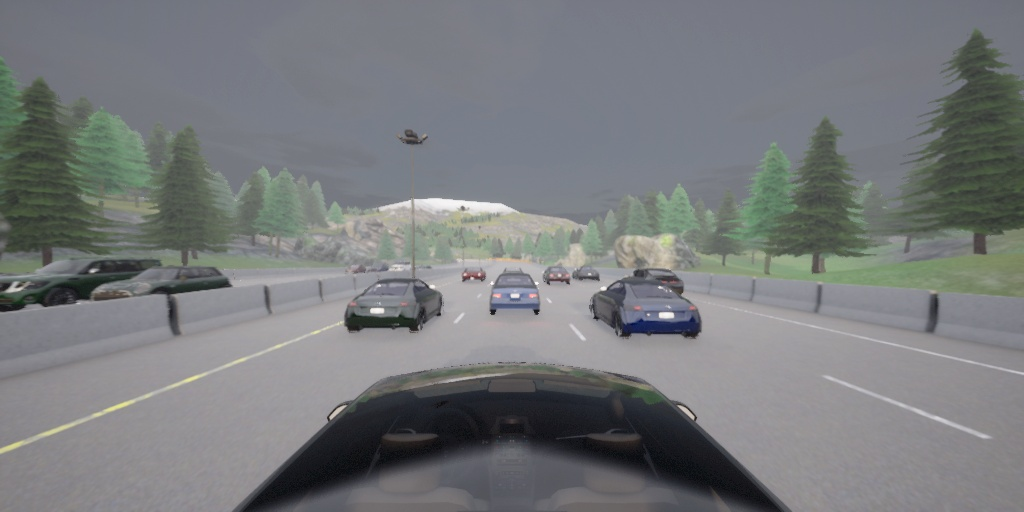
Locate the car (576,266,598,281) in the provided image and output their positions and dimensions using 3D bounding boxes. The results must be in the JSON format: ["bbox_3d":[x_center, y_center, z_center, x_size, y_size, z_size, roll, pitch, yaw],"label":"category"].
[{"bbox_3d":[7.098,1.663,34.792,1.994,1.385,4.181,0,-1,0],"label":"car"}]

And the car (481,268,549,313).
[{"bbox_3d":[0.100,1.379,14.300,2.033,1.411,5.357,0,0,0],"label":"car"}]

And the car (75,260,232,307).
[{"bbox_3d":[-14.099,1.190,14.787,2.097,1.767,4.553,0,-1,0],"label":"car"}]

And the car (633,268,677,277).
[{"bbox_3d":[7.099,1.378,18.585,1.837,1.490,4.892,0,-1,0],"label":"car"}]

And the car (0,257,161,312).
[{"bbox_3d":[-17.599,1.062,14.979,2.150,2.045,5.566,0,-1,0],"label":"car"}]

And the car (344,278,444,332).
[{"bbox_3d":[-3.404,1.369,11.068,1.994,1.385,4.181,0,0,0],"label":"car"}]

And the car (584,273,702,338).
[{"bbox_3d":[3.595,1.363,10.343,1.994,1.385,4.181,0,0,0],"label":"car"}]

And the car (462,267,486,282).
[{"bbox_3d":[-3.401,1.672,33.059,1.895,1.301,4.718,0,-1,0],"label":"car"}]

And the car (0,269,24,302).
[{"bbox_3d":[-24.599,1.345,14.940,1.837,1.490,4.892,0,-1,0],"label":"car"}]

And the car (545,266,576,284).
[{"bbox_3d":[3.599,1.564,29.657,2.033,1.411,5.357,0,-1,0],"label":"car"}]

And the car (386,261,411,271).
[{"bbox_3d":[-17.546,1.801,57.003,2.150,2.045,5.566,0,-1,1],"label":"car"}]

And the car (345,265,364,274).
[{"bbox_3d":[-24.539,2.098,56.616,1.812,1.442,4.674,0,-1,1],"label":"car"}]

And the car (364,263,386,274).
[{"bbox_3d":[-21.044,1.928,56.763,2.097,1.767,4.553,0,-1,1],"label":"car"}]

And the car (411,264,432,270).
[{"bbox_3d":[-14.053,2.080,57.298,2.128,1.511,4.902,0,-1,0],"label":"car"}]

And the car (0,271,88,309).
[{"bbox_3d":[-21.099,1.403,14.904,1.994,1.385,4.181,0,-1,0],"label":"car"}]
